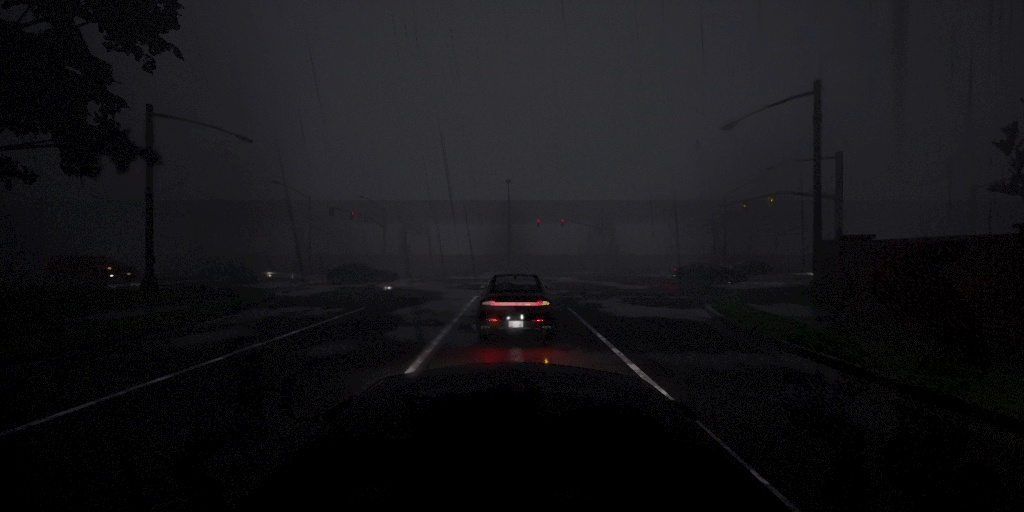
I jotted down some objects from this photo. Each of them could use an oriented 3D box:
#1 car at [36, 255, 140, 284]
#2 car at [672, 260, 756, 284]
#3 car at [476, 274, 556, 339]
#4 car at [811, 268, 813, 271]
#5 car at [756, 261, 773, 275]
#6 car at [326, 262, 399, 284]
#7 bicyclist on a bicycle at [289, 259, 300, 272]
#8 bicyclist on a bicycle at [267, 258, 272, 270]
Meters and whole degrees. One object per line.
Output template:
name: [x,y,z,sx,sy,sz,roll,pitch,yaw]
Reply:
car: [-31.308,0.969,26.799,5.566,2.045,2.150,0,0,2]
car: [14.015,1.188,25.551,4.902,1.511,2.128,0,0,2]
car: [0.096,1.242,10.074,2.128,1.511,4.902,0,0,0]
car: [33.178,1.047,35.737,5.357,1.411,2.033,-1,0,2]
car: [23.503,1.139,36.003,4.674,1.442,1.812,-1,0,2]
car: [-10.801,1.226,26.070,5.008,1.535,1.882,0,0,4]
bicyclist on a bicycle: [-27.044,1.203,44.640,0.582,1.620,1.656,0,0,14]
bicyclist on a bicycle: [-31.596,1.050,46.730,0.582,1.620,1.656,0,0,-33]
